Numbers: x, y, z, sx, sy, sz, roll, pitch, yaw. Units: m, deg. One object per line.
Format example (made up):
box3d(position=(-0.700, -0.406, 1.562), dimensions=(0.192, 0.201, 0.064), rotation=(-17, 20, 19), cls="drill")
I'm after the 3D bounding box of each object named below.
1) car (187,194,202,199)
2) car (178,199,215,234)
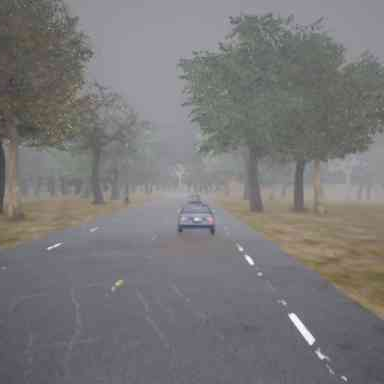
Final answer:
box3d(position=(0.348, 0.959, 42.223), dimensions=(2.033, 1.411, 5.357), rotation=(1, 1, 0), cls="car")
box3d(position=(0.211, 1.292, 17.510), dimensions=(2.033, 1.411, 5.357), rotation=(1, 0, 0), cls="car")
